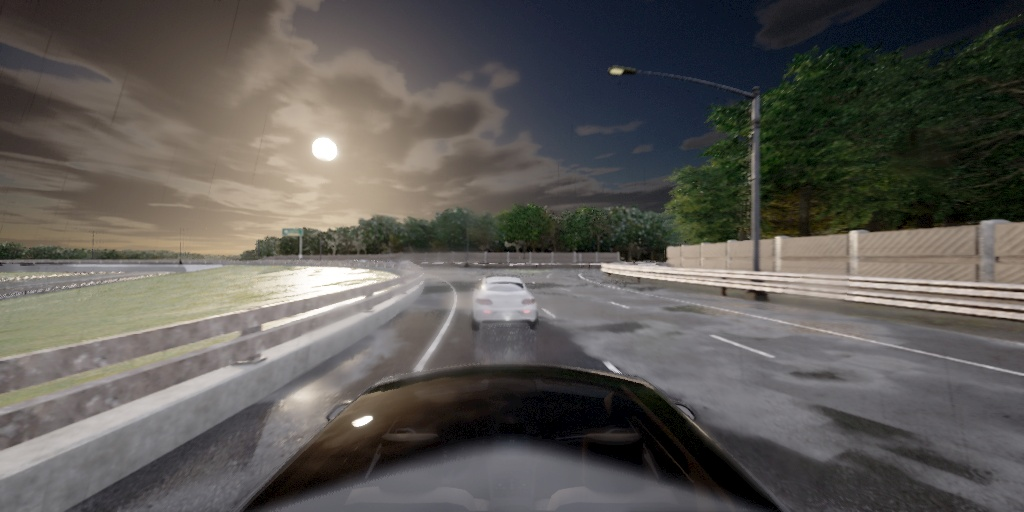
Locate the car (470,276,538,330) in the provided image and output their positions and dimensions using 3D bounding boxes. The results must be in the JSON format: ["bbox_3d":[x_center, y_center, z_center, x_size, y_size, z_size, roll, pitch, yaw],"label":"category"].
[{"bbox_3d":[-0.341,1.343,11.397,1.812,1.442,4.674,0,0,-6],"label":"car"}]
